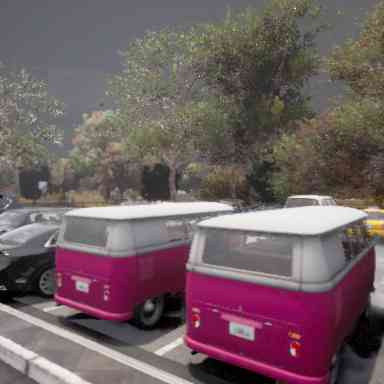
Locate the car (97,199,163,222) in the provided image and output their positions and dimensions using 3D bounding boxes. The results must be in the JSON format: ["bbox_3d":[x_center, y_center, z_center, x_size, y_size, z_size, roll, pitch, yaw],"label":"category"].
[{"bbox_3d":[-4.694,1.346,25.951,2.231,1.521,4.892,1,0,35],"label":"car"}]

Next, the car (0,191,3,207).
[{"bbox_3d":[-27.435,0.863,42.083,2.435,2.045,5.566,1,0,35],"label":"car"}]

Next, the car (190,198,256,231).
[{"bbox_3d":[2.107,1.288,21.145,2.185,1.767,4.553,1,0,35],"label":"car"}]

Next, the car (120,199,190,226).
[{"bbox_3d":[-2.542,1.365,24.186,1.946,1.575,5.366,1,0,35],"label":"car"}]

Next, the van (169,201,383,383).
[{"bbox_3d":[1.800,1.260,5.418,1.878,1.987,4.442,1,0,35],"label":"van"}]

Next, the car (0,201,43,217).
[{"bbox_3d":[-5.103,1.291,10.223,2.185,1.767,4.553,1,0,35],"label":"car"}]

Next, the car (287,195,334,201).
[{"bbox_3d":[6.631,1.208,17.925,2.435,2.045,5.566,1,0,35],"label":"car"}]

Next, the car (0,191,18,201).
[{"bbox_3d":[-9.706,1.119,13.424,2.435,2.045,5.566,1,0,35],"label":"car"}]

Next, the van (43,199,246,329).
[{"bbox_3d":[-0.485,1.237,7.043,1.878,1.987,4.442,1,0,35],"label":"van"}]

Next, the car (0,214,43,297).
[{"bbox_3d":[-2.842,1.441,8.569,2.231,1.521,4.892,1,0,35],"label":"car"}]

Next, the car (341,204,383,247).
[{"bbox_3d":[8.983,1.479,16.445,1.946,1.575,5.366,1,0,35],"label":"car"}]

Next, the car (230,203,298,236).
[{"bbox_3d":[4.334,1.466,19.488,2.163,1.488,4.792,1,0,35],"label":"car"}]

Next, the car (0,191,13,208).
[{"bbox_3d":[-25.266,0.885,40.541,2.435,2.045,5.566,1,0,35],"label":"car"}]
